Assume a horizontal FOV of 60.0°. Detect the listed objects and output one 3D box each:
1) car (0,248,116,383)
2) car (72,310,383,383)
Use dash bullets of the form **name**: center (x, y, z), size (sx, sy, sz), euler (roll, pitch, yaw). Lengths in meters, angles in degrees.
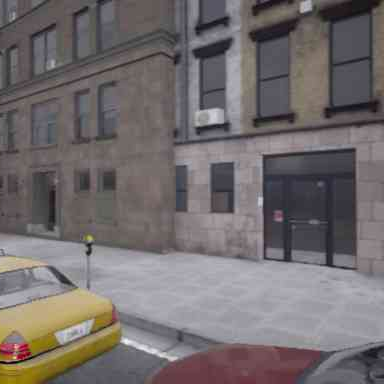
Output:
- **car**: center (-3.197, 1.554, 5.084), size (4.829, 1.417, 1.752), euler (0, 0, 35)
- **car**: center (1.439, 1.579, 1.786), size (4.206, 1.307, 1.802), euler (0, 0, 35)
